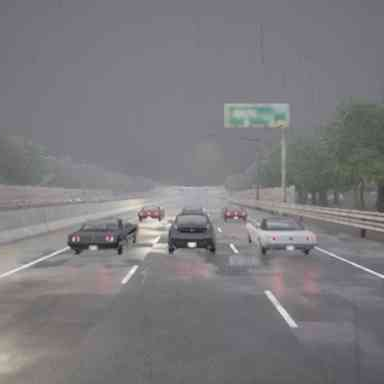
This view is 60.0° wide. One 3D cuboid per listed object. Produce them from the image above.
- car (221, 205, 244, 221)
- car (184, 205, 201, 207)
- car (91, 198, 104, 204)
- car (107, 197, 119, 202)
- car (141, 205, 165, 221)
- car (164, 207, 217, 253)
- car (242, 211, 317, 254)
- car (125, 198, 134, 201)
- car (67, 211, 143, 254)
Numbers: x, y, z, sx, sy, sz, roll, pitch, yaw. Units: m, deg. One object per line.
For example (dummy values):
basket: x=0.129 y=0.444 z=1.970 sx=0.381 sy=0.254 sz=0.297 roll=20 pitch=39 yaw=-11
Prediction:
car: x=3.550 y=1.811 z=28.991 sx=1.895 sy=1.301 sz=4.718 roll=0 pitch=0 yaw=0
car: x=0.050 y=1.811 z=29.013 sx=1.895 sy=1.301 sz=4.718 roll=0 pitch=0 yaw=0
car: x=-20.562 y=1.985 z=72.440 sx=1.812 sy=1.442 sz=4.674 roll=0 pitch=0 yaw=1
car: x=-17.063 y=1.961 z=72.389 sx=1.837 sy=1.490 sz=4.892 roll=0 pitch=0 yaw=1
car: x=-3.450 y=1.811 z=29.028 sx=1.895 sy=1.301 sz=4.718 roll=0 pitch=0 yaw=0
car: x=0.008 y=1.623 z=14.229 sx=1.837 sy=1.490 sz=4.892 roll=0 pitch=0 yaw=0
car: x=3.504 y=1.715 z=14.035 sx=1.895 sy=1.301 sz=4.718 roll=0 pitch=0 yaw=0
car: x=-13.563 y=2.014 z=72.337 sx=1.994 sy=1.385 sz=4.181 roll=0 pitch=0 yaw=1
car: x=-3.496 y=1.715 z=14.047 sx=1.895 sy=1.301 sz=4.718 roll=0 pitch=0 yaw=0
